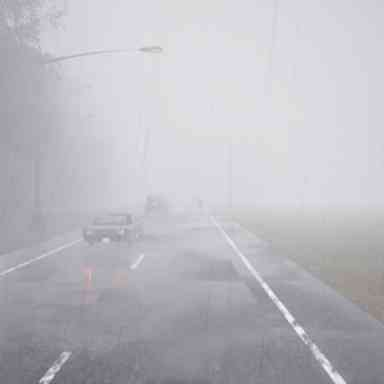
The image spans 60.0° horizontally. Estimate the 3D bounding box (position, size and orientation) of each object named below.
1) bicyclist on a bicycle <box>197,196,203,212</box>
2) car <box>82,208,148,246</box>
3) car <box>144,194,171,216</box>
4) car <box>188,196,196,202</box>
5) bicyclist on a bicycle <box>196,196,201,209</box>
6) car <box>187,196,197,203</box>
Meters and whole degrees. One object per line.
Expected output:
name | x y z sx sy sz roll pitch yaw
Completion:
bicyclist on a bicycle | 0.963 1.488 37.331 0.582 1.620 1.656 0 0 0
car | -3.400 1.615 15.356 1.895 1.301 4.718 0 0 0
car | -3.403 1.253 33.289 2.150 2.045 5.566 0 0 0
car | -0.001 1.663 80.135 1.895 1.301 4.718 0 0 0
bicyclist on a bicycle | 0.963 1.415 47.012 0.659 1.776 1.843 0 0 0
car | 0.000 1.620 69.839 1.994 1.385 4.181 0 0 0
